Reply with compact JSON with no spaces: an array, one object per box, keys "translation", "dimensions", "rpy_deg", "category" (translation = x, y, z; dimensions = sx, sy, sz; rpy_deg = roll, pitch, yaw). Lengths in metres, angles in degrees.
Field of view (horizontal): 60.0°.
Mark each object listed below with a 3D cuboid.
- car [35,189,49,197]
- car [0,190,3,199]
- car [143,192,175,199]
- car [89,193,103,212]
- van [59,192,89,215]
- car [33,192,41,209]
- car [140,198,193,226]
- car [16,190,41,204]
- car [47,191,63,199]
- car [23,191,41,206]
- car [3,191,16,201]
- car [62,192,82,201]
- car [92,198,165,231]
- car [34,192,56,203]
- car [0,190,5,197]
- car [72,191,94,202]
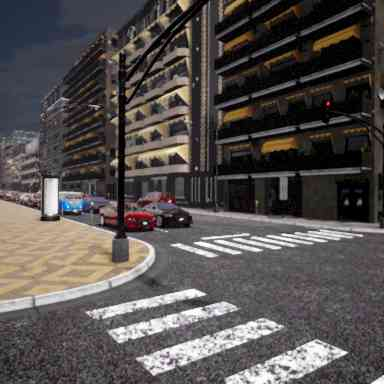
[{"translation":[-33.193,0.269,73.547],"dimensions":[1.967,1.590,4.097],"rpy_deg":[2,0,-36],"category":"car"},{"translation":[-33.375,0.468,59.463],"dimensions":[1.887,1.381,4.507],"rpy_deg":[2,0,-36],"category":"car"},{"translation":[-3.423,0.935,32.246],"dimensions":[2.192,1.841,5.009],"rpy_deg":[2,0,-36],"category":"car"},{"translation":[-8.594,1.099,29.489],"dimensions":[2.033,1.411,5.357],"rpy_deg":[1,0,-36],"category":"car"},{"translation":[-10.217,0.880,27.340],"dimensions":[1.690,1.788,3.998],"rpy_deg":[2,0,-36],"category":"van"},{"translation":[-13.530,0.996,31.929],"dimensions":[1.887,1.381,4.507],"rpy_deg":[2,0,-36],"category":"car"},{"translation":[-1.747,1.298,19.988],"dimensions":[1.994,1.385,4.181],"rpy_deg":[1,0,-36],"category":"car"},{"translation":[-20.045,0.803,40.970],"dimensions":[1.752,1.417,4.829],"rpy_deg":[2,0,-36],"category":"car"},{"translation":[-26.680,0.527,64.507],"dimensions":[1.752,1.417,4.829],"rpy_deg":[2,0,-36],"category":"car"},{"translation":[-16.838,0.908,36.518],"dimensions":[1.887,1.381,4.507],"rpy_deg":[2,0,-36],"category":"car"},{"translation":[-26.757,0.540,50.285],"dimensions":[1.967,1.590,4.097],"rpy_deg":[2,0,-36],"category":"car"},{"translation":[-19.967,0.746,55.191],"dimensions":[1.947,1.339,4.313],"rpy_deg":[2,0,-36],"category":"car"},{"translation":[-3.608,1.260,18.163],"dimensions":[1.887,1.381,4.507],"rpy_deg":[2,0,-36],"category":"car"},{"translation":[-20.474,0.799,46.105],"dimensions":[1.994,1.385,4.181],"rpy_deg":[1,0,-35],"category":"car"},{"translation":[-39.990,0.299,68.641],"dimensions":[2.008,1.369,4.403],"rpy_deg":[2,0,-36],"category":"car"},{"translation":[-16.656,0.708,50.602],"dimensions":[1.967,1.590,4.097],"rpy_deg":[2,0,-36],"category":"car"}]
